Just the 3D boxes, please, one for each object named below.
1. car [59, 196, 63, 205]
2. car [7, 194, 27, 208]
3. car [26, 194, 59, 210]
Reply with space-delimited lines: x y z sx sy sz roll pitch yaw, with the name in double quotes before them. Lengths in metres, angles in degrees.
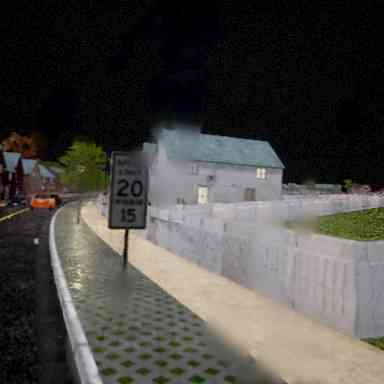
"car" -19.536 1.073 47.223 1.812 1.442 4.674 3 0 -14
"car" -20.085 0.920 38.981 2.033 1.411 5.357 3 0 -17
"car" -16.331 1.007 36.585 2.097 1.767 4.553 3 -1 -17
